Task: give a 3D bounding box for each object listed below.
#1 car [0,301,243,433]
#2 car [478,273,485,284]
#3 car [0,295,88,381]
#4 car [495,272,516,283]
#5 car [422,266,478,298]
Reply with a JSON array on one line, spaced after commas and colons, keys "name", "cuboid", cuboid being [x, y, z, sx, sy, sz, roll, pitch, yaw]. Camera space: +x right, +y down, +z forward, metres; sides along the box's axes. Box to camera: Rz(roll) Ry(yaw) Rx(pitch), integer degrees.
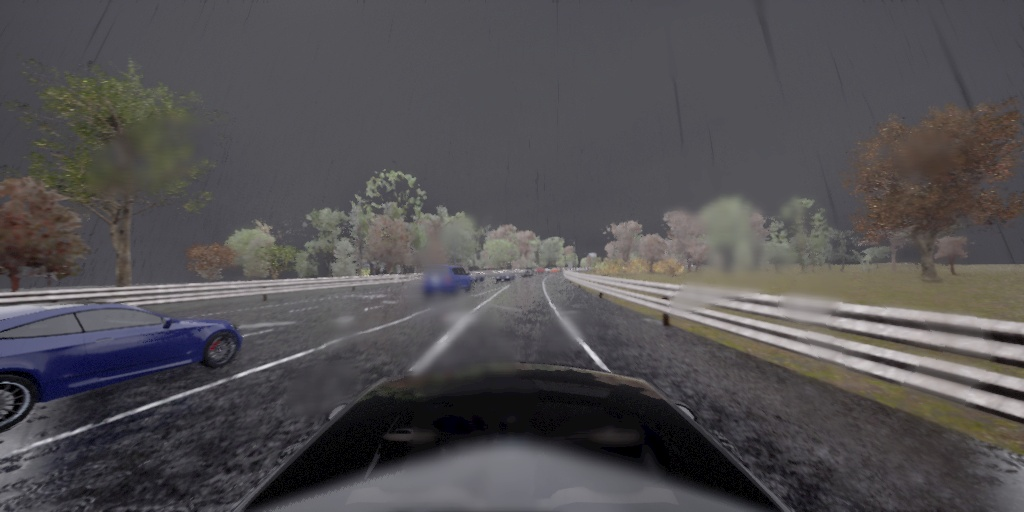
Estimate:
[{"name": "car", "cuboid": [-6.735, 1.431, 5.571, 1.812, 1.442, 4.674, -2, -2, 7]}, {"name": "car", "cuboid": [-4.620, 2.756, 43.929, 1.895, 1.301, 4.718, -2, -2, 10]}, {"name": "car", "cuboid": [-10.273, 1.518, 5.460, 1.812, 1.442, 4.674, -2, -2, 7]}, {"name": "car", "cuboid": [-0.740, 2.718, 45.812, 1.895, 1.301, 4.718, -2, -2, 10]}, {"name": "car", "cuboid": [-4.218, 1.700, 24.378, 2.150, 2.045, 5.566, -2, -2, 8]}]
